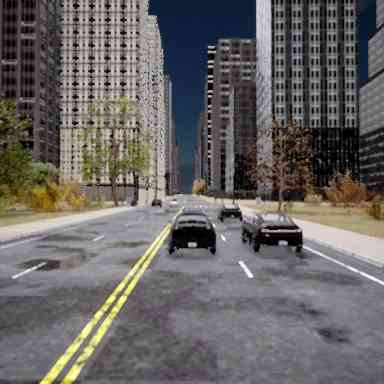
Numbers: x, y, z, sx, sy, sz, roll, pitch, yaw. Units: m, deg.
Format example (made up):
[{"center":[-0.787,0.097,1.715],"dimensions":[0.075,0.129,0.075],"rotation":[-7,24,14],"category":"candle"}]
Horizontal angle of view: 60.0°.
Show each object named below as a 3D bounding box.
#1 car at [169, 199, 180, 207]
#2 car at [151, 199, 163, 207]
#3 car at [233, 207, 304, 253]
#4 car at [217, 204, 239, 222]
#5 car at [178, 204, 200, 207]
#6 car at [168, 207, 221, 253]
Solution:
[{"center":[-3.198,2.059,61.358],"dimensions":[1.812,1.442,4.674],"rotation":[0,-1,0],"category":"car"},{"center":[-6.447,2.045,61.447],"dimensions":[1.837,1.490,4.892],"rotation":[0,-1,0],"category":"car"},{"center":[3.266,1.628,14.287],"dimensions":[2.128,1.511,4.902],"rotation":[0,0,0],"category":"car"},{"center":[3.280,1.761,29.281],"dimensions":[2.128,1.511,4.902],"rotation":[0,0,0],"category":"car"},{"center":[0.029,1.868,29.098],"dimensions":[1.895,1.301,4.718],"rotation":[0,0,0],"category":"car"},{"center":[0.017,1.643,14.278],"dimensions":[1.837,1.490,4.892],"rotation":[0,0,0],"category":"car"}]
